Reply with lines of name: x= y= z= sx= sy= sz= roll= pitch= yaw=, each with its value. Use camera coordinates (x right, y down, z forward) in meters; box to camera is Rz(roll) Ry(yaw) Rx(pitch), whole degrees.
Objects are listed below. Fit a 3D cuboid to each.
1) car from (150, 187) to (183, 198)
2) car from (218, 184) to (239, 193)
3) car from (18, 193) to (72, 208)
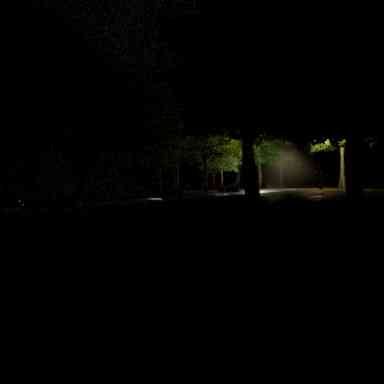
car: x=-3.430 y=0.068 z=46.720 sx=2.033 sy=1.411 sz=5.357 roll=-1 pitch=2 yaw=38
car: x=6.461 y=-0.590 z=59.420 sx=1.882 sy=1.535 sz=5.008 roll=-1 pitch=1 yaw=38
car: x=-14.336 y=0.819 z=32.560 sx=1.895 sy=1.301 sz=4.718 roll=-1 pitch=2 yaw=38
